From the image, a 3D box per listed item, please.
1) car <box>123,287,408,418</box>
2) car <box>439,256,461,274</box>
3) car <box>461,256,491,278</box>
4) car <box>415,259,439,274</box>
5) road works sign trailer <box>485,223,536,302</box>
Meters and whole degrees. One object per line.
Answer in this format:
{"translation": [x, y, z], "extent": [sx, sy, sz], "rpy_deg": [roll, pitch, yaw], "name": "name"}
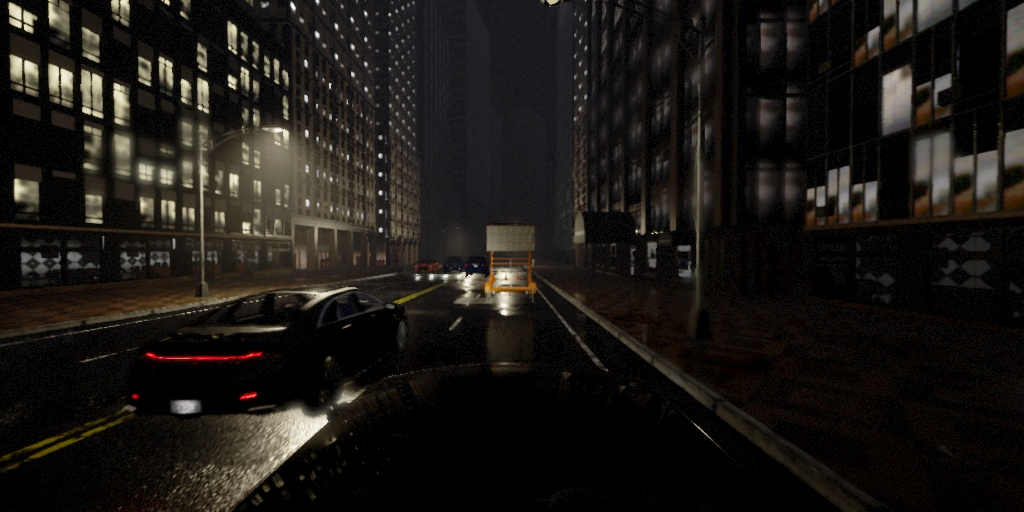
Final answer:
{"translation": [-3.165, 1.245, 5.895], "extent": [2.128, 1.511, 4.902], "rpy_deg": [0, 0, 0], "name": "car"}
{"translation": [-6.758, 1.013, 42.453], "extent": [2.150, 2.045, 5.566], "rpy_deg": [0, 0, 0], "name": "car"}
{"translation": [-3.286, 1.005, 35.207], "extent": [2.150, 2.045, 5.566], "rpy_deg": [0, 0, 0], "name": "car"}
{"translation": [-10.007, 1.141, 42.470], "extent": [2.097, 1.767, 4.553], "rpy_deg": [0, 0, 0], "name": "car"}
{"translation": [-0.055, 0.229, 17.108], "extent": [2.380, 3.560, 2.880], "rpy_deg": [0, 0, 1], "name": "road works sign trailer"}
